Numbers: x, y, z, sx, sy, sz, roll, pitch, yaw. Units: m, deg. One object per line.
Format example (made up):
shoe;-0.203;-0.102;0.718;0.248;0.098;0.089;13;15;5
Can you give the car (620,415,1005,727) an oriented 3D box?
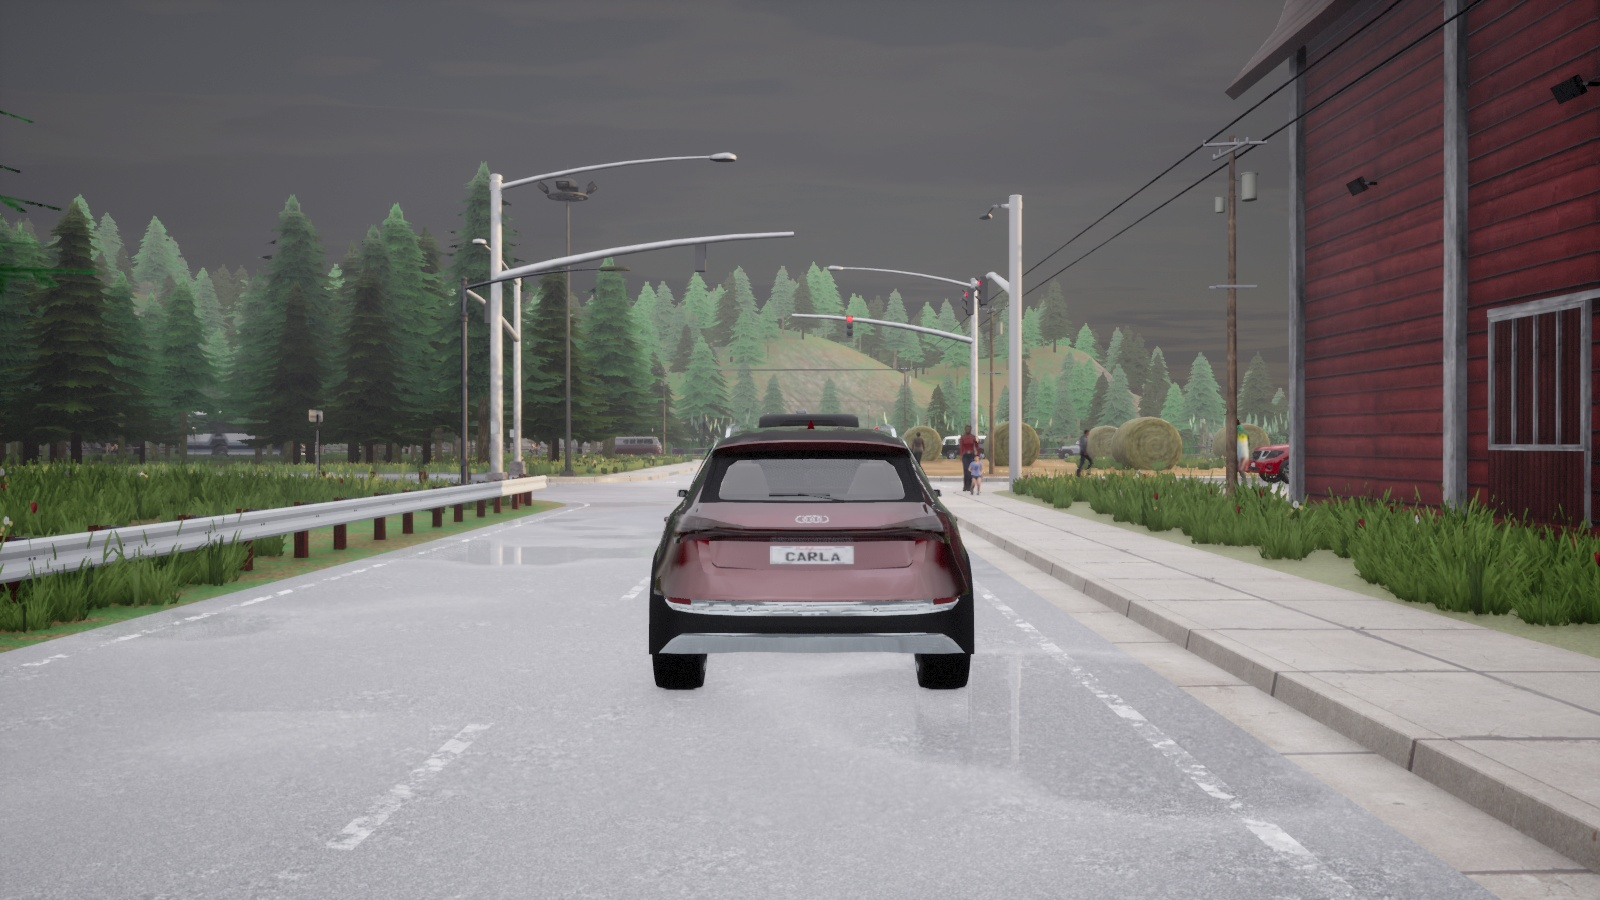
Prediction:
car;0.069;0.625;9.068;2.033;1.649;4.856;0;0;0

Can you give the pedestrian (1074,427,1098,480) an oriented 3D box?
pedestrian;10.666;0.126;46.896;0.788;1.949;0.423;0;0;-5

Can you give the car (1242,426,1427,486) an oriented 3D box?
car;18.698;0.201;44.092;5.566;2.045;2.150;0;0;-1

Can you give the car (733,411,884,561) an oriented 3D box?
car;0.119;0.442;17.754;1.905;1.878;3.866;0;0;0

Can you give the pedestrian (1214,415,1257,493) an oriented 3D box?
pedestrian;11.080;0.086;31.938;0.659;1.952;0.873;0;0;-14

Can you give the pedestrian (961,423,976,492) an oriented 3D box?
pedestrian;4.556;0.204;33.925;0.331;1.846;0.636;0;0;2

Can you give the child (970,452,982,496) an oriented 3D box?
child;4.472;0.605;31.897;0.255;1.110;0.394;0;0;2

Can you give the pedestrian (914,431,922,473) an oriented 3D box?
pedestrian;5.158;0.092;54.877;0.328;1.805;0.869;0;0;7
